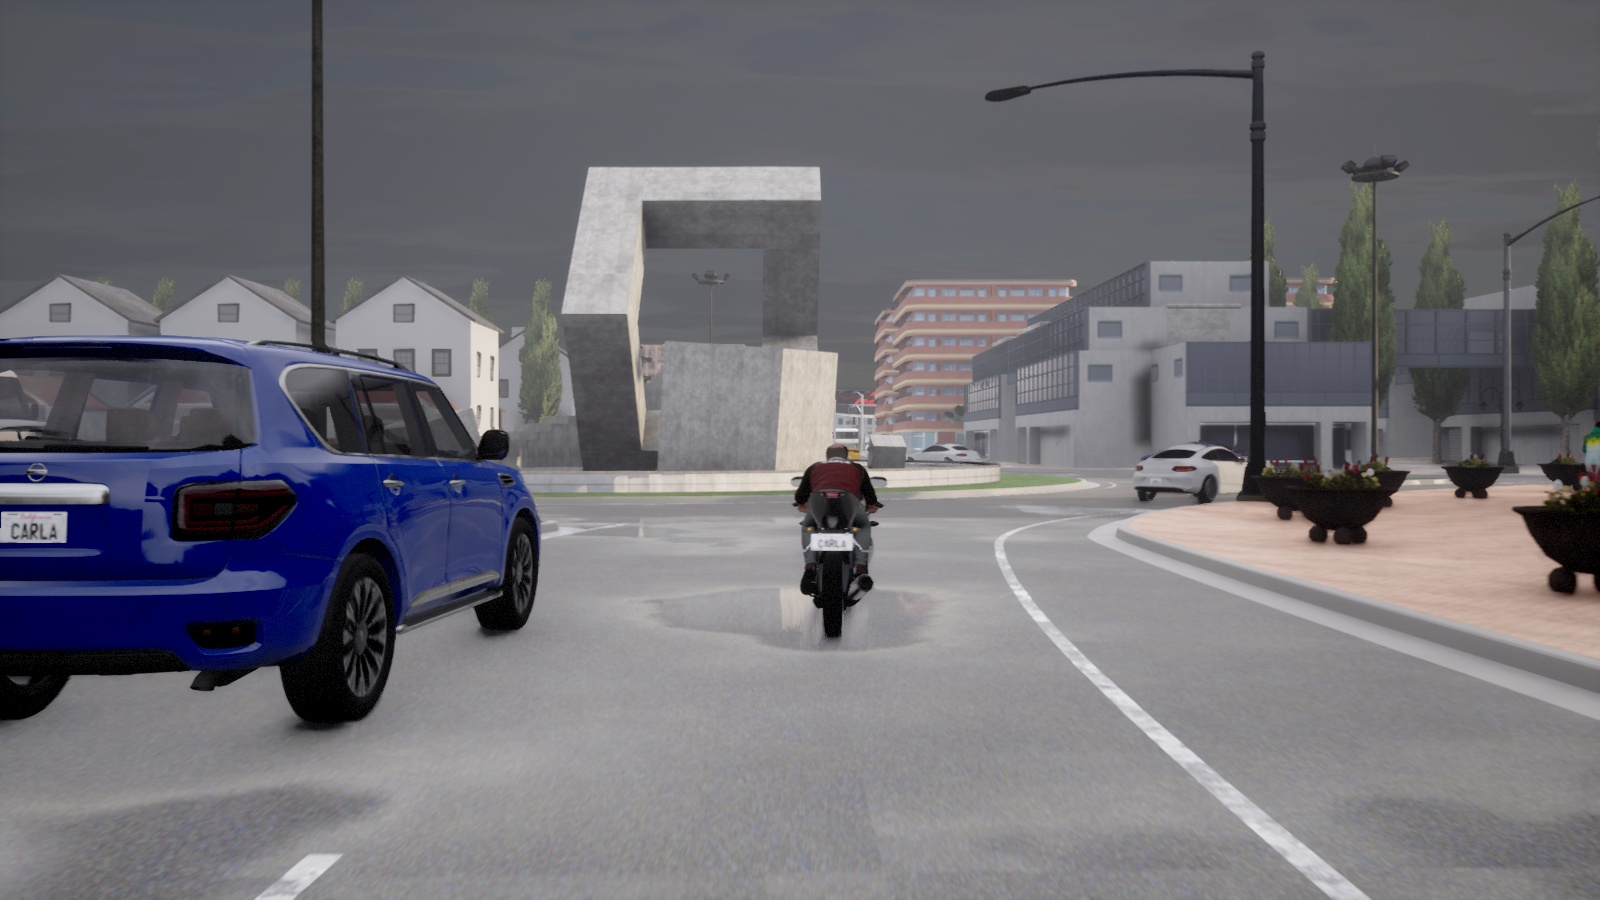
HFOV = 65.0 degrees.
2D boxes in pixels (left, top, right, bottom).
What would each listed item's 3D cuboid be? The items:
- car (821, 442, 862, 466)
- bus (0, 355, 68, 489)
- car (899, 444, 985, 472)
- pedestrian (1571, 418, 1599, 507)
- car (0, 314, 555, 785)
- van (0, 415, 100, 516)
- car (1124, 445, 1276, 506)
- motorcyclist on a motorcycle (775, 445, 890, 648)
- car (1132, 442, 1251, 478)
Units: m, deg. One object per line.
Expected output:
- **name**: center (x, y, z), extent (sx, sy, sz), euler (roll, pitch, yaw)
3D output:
- **car**: center (2.678, 0.263, 82.280), extent (1.882, 1.535, 5.008), euler (0, 0, -8)
- **bus**: center (-30.260, -0.888, 41.530), extent (10.273, 4.253, 3.944), euler (0, 0, 9)
- **car**: center (7.534, 0.401, 66.955), extent (1.812, 1.442, 4.674), euler (0, 0, -38)
- **pedestrian**: center (17.777, 0.267, 27.945), extent (0.873, 1.952, 0.659), euler (0, 0, -22)
- **car**: center (-3.323, 0.416, 8.262), extent (2.150, 2.045, 5.566), euler (0, 0, 2)
- **van**: center (-17.520, 0.301, 27.312), extent (4.480, 2.038, 2.069), euler (0, 1, 31)
- **car**: center (10.313, 0.599, 32.173), extent (1.812, 1.442, 4.674), euler (0, 0, 44)
- **motorcyclist on a motorcycle**: center (0.313, 0.722, 10.616), extent (0.866, 1.530, 2.191), euler (0, 0, 4)
- **car**: center (16.943, 0.400, 54.476), extent (4.514, 1.525, 2.007), euler (0, 0, 42)
